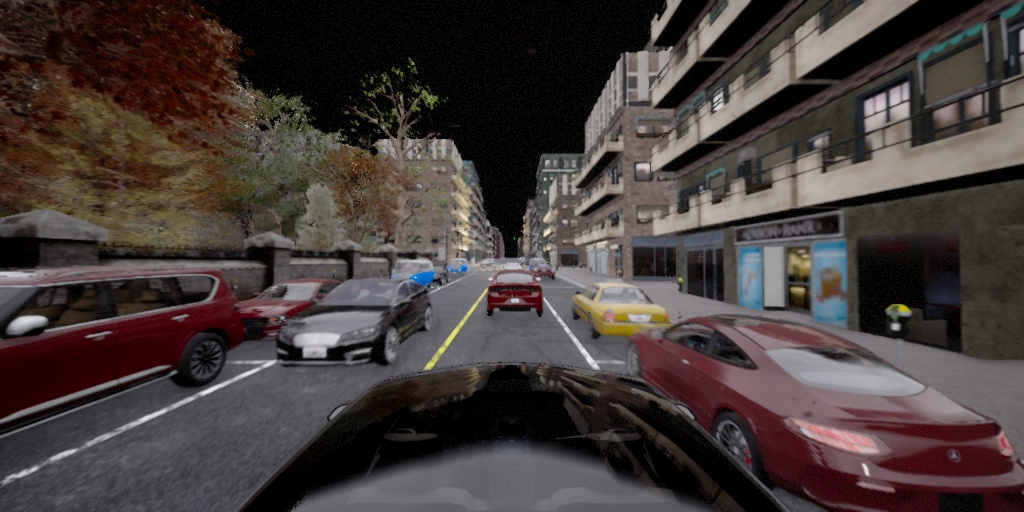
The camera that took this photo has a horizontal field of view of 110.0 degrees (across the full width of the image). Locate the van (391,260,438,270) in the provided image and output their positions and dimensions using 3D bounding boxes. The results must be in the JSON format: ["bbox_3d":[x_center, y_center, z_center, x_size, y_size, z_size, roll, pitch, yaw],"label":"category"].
[{"bbox_3d":[-5.696,1.115,20.799,1.690,1.789,3.998,0,0,0],"label":"van"}]

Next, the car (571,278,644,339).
[{"bbox_3d":[2.692,1.286,9.920,1.751,1.417,4.829,0,0,0],"label":"car"}]

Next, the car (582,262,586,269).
[{"bbox_3d":[13.540,1.398,55.100,4.313,1.339,1.948,0,0,1],"label":"car"}]

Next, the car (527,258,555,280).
[{"bbox_3d":[2.664,1.229,31.844,1.967,1.591,4.097,0,0,0],"label":"car"}]

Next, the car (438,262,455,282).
[{"bbox_3d":[-5.670,1.348,26.322,1.948,1.339,4.313,0,0,0],"label":"car"}]

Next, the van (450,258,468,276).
[{"bbox_3d":[-5.652,1.137,37.370,1.690,1.789,3.998,0,0,0],"label":"van"}]

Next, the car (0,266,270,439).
[{"bbox_3d":[-5.689,1.068,4.228,2.192,1.841,5.009,0,0,0],"label":"car"}]

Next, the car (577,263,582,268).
[{"bbox_3d":[13.644,1.431,63.479,4.097,1.591,1.967,0,0,1],"label":"car"}]

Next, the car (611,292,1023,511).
[{"bbox_3d":[2.692,1.335,4.227,1.802,1.307,4.207,0,0,0],"label":"car"}]

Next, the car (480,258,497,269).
[{"bbox_3d":[-2.995,0.951,48.854,1.812,1.442,4.674,0,0,0],"label":"car"}]

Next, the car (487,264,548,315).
[{"bbox_3d":[0.100,1.243,13.649,1.882,1.535,5.008,0,0,0],"label":"car"}]

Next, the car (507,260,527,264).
[{"bbox_3d":[0.104,1.315,32.102,1.812,1.442,4.674,0,0,0],"label":"car"}]

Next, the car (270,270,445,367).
[{"bbox_3d":[-3.100,1.249,8.083,2.128,1.511,4.902,0,0,0],"label":"car"}]
